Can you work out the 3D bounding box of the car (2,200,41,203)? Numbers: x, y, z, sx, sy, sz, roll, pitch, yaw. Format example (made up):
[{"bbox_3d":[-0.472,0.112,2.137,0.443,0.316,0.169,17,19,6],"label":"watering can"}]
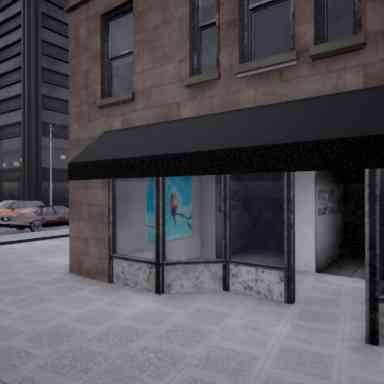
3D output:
[{"bbox_3d":[-11.345,1.310,21.002,2.097,1.767,4.553,0,0,35],"label":"car"}]

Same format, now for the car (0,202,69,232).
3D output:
[{"bbox_3d":[-8.427,1.490,19.754,2.033,1.411,5.357,0,0,35],"label":"car"}]
